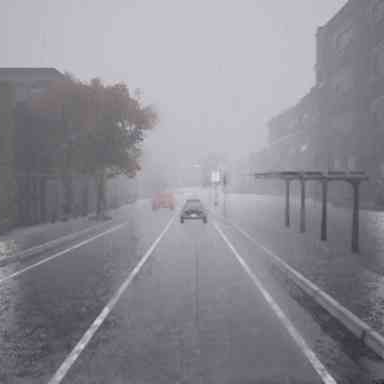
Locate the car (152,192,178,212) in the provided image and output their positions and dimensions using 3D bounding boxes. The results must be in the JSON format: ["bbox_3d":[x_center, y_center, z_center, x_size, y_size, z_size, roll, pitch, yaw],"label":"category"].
[{"bbox_3d":[-3.085,1.052,37.122,2.150,2.045,5.566,0,0,1],"label":"car"}]

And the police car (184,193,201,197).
[{"bbox_3d":[0.196,1.163,43.956,1.930,1.638,5.238,0,1,0],"label":"police car"}]

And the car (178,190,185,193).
[{"bbox_3d":[-2.638,0.383,78.666,1.837,1.490,4.892,0,1,0],"label":"car"}]

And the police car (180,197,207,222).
[{"bbox_3d":[0.128,1.445,25.541,2.038,1.542,4.974,0,0,0],"label":"police car"}]
